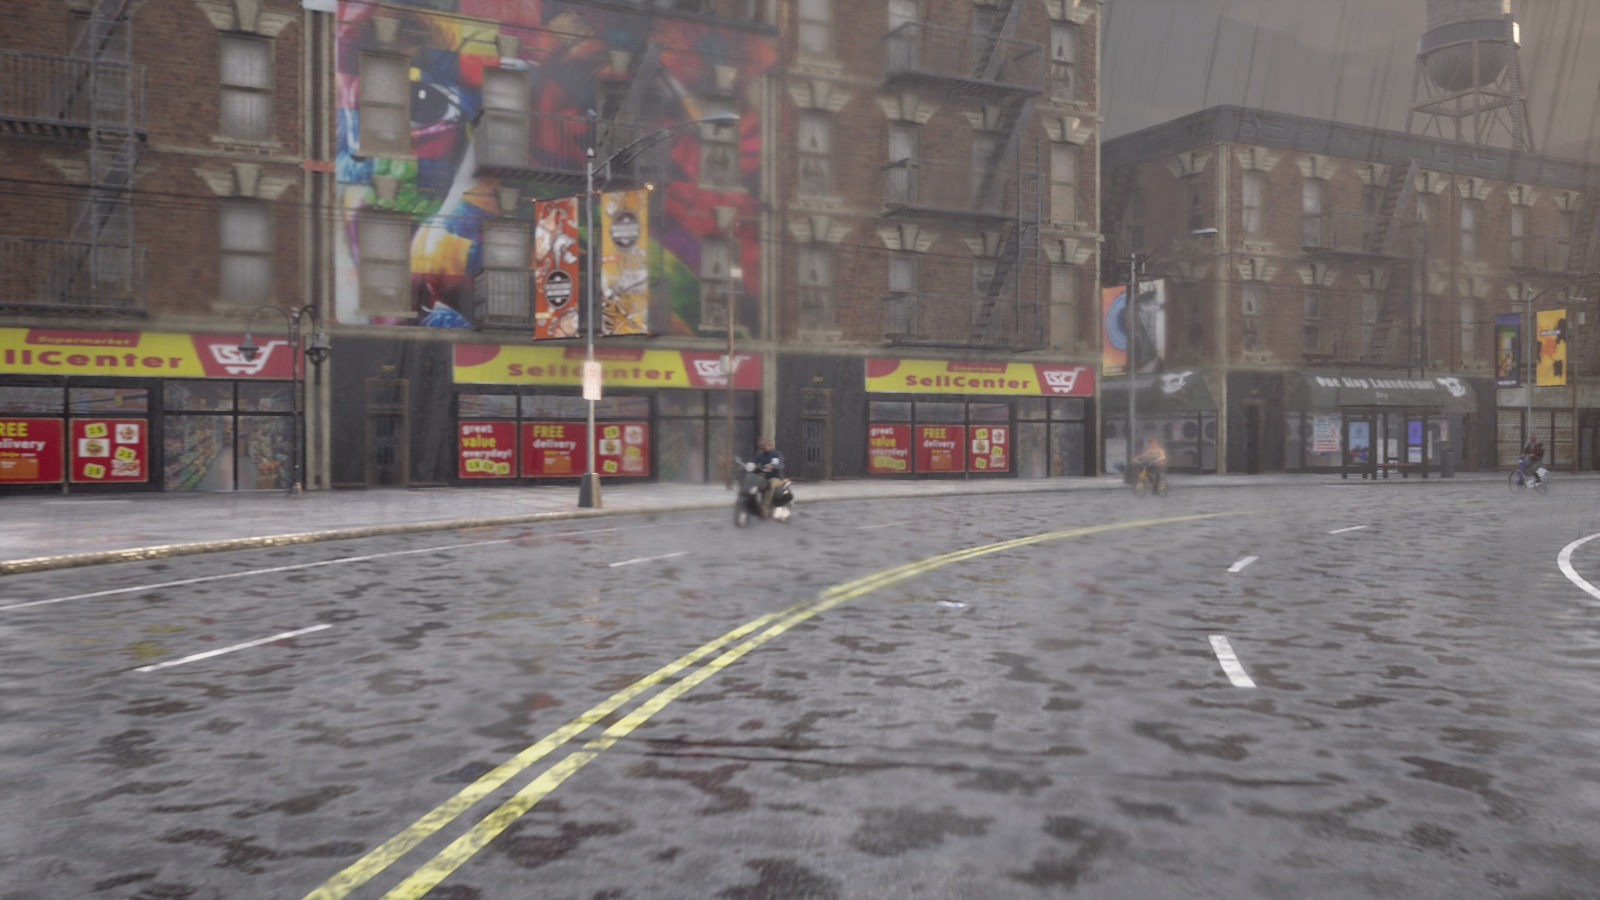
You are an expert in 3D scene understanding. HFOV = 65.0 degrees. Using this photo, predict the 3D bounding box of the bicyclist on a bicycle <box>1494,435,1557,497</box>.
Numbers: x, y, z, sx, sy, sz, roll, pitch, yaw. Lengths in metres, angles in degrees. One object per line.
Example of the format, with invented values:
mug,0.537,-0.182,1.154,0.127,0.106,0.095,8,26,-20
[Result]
bicyclist on a bicycle,21.079,0.448,36.473,1.843,1.776,0.659,0,0,-26

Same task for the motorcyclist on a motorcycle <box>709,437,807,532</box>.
motorcyclist on a motorcycle,-0.724,0.573,22.201,0.866,1.590,1.817,1,1,32

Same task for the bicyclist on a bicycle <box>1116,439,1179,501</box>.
bicyclist on a bicycle,9.265,0.510,33.495,1.509,1.612,0.866,0,1,-38
